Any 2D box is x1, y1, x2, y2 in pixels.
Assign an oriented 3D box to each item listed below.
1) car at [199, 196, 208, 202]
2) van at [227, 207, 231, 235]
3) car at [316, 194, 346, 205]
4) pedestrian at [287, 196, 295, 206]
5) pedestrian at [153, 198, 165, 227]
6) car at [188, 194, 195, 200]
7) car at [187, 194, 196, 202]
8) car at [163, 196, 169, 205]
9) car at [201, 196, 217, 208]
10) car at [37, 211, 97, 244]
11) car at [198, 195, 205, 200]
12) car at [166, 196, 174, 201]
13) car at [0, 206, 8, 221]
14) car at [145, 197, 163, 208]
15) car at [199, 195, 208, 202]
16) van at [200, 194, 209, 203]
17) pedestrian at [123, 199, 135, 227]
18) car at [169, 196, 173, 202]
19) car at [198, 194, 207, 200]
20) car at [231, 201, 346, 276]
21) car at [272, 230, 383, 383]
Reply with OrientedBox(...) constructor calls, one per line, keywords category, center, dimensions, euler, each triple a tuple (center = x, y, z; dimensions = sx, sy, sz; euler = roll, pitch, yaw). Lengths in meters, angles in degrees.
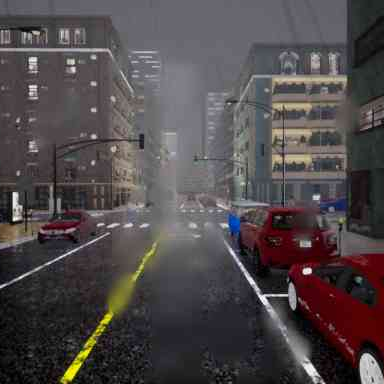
OrientedBox(category="car", center=(2.628, 1.585, 75.767), dimensions=(1.947, 1.339, 4.313), euler=(0, 0, 0))
OrientedBox(category="van", center=(2.671, 1.340, 15.755), dimensions=(1.690, 1.788, 3.998), euler=(0, 0, 0))
OrientedBox(category="car", center=(14.918, 1.226, 32.718), dimensions=(5.008, 1.535, 1.882), euler=(-1, 0, 0))
OrientedBox(category="pedestrian", center=(6.028, 1.139, 20.286), dimensions=(0.375, 1.860, 0.375), euler=(0, 0, 0))
OrientedBox(category="pedestrian", center=(-2.097, 1.292, 20.942), dimensions=(0.375, 1.860, 0.375), euler=(0, 0, 0))
OrientedBox(category="car", center=(-0.064, 1.339, 87.609), dimensions=(1.882, 1.535, 5.008), euler=(0, 0, 0))
OrientedBox(category="car", center=(-0.058, 1.368, 77.574), dimensions=(2.097, 1.767, 4.553), euler=(0, 0, 0))
OrientedBox(category="car", center=(-5.741, 1.575, 59.203), dimensions=(1.947, 1.339, 4.313), euler=(0, 0, 0))
OrientedBox(category="car", center=(2.649, 1.585, 48.150), dimensions=(1.802, 1.307, 4.206), euler=(0, 0, 0))
OrientedBox(category="car", center=(-5.708, 1.581, 15.750), dimensions=(1.802, 1.307, 4.206), euler=(0, 0, 0))
OrientedBox(category="car", center=(2.615, 1.558, 92.507), dimensions=(1.752, 1.417, 4.829), euler=(-1, 0, 0))
OrientedBox(category="car", center=(-5.761, 1.610, 86.820), dimensions=(1.802, 1.307, 4.206), euler=(0, 0, 0))
OrientedBox(category="car", center=(-17.629, 1.809, 29.259), dimensions=(4.181, 1.385, 1.994), euler=(-1, 0, 0))
OrientedBox(category="car", center=(-5.732, 1.569, 48.156), dimensions=(1.947, 1.339, 4.313), euler=(0, 0, 0))
OrientedBox(category="car", center=(2.645, 1.572, 53.673), dimensions=(1.947, 1.339, 4.313), euler=(0, 0, 0))
OrientedBox(category="van", center=(2.630, 1.357, 70.243), dimensions=(1.690, 1.788, 3.998), euler=(0, 0, 0))
OrientedBox(category="pedestrian", center=(-4.051, 1.293, 21.512), dimensions=(0.375, 1.860, 0.375), euler=(0, 0, 0))
OrientedBox(category="car", center=(-5.753, 1.564, 75.773), dimensions=(1.887, 1.381, 4.507), euler=(0, 0, 0))
OrientedBox(category="car", center=(2.636, 1.557, 64.720), dimensions=(1.887, 1.381, 4.507), euler=(0, 0, 0))
OrientedBox(category="car", center=(2.675, 1.314, 10.228), dimensions=(2.192, 1.841, 5.009), euler=(0, 0, 0))
OrientedBox(category="car", center=(2.681, 1.544, 4.699), dimensions=(1.887, 1.381, 4.507), euler=(0, 0, 0))
